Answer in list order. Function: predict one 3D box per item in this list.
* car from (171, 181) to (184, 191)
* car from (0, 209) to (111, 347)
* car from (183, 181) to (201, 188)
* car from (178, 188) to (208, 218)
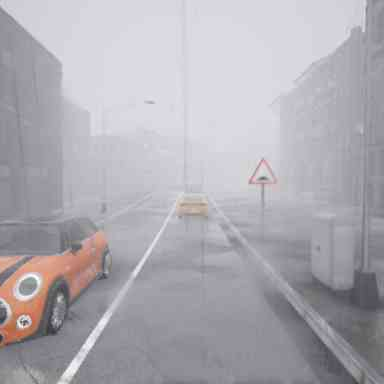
[{"bbox_3d":[-1.647,-0.911,50.970,1.812,1.442,4.674,0,3,21],"label":"car"},{"bbox_3d":[-3.103,1.296,6.579,2.097,1.767,4.553,0,1,0],"label":"car"},{"bbox_3d":[0.239,-0.367,42.396,1.994,1.385,4.181,0,4,2],"label":"car"},{"bbox_3d":[0.091,0.831,22.654,1.882,1.535,5.008,0,3,0],"label":"car"}]
